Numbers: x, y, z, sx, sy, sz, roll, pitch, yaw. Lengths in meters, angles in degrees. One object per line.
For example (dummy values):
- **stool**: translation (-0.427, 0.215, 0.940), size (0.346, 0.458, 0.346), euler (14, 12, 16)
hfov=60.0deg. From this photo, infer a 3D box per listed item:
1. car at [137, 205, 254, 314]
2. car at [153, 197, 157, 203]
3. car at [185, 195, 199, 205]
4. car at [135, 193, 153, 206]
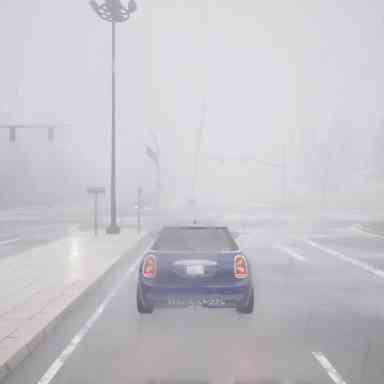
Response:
- **car**: translation (0.071, 1.352, 7.796), size (2.097, 1.767, 4.553), euler (0, 0, 0)
- **car**: translation (-8.364, 1.547, 65.589), size (2.033, 1.411, 5.357), euler (0, 0, 0)
- **car**: translation (-0.157, 1.526, 54.615), size (1.812, 1.442, 4.674), euler (0, 0, -1)
- **car**: translation (-8.266, 1.352, 55.975), size (2.097, 1.767, 4.553), euler (0, 0, -1)
